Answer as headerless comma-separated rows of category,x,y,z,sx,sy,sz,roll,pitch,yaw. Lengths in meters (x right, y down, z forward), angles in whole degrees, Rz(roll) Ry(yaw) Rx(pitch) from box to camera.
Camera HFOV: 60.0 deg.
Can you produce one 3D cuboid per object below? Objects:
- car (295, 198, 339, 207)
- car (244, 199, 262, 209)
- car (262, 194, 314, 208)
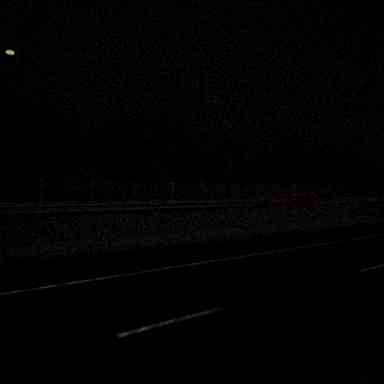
car,11.543,1.508,29.405,4.674,1.442,1.812,0,0,-35
car,7.686,1.474,35.250,4.902,1.511,2.128,0,0,-35
car,9.873,1.206,32.514,5.566,2.045,2.150,0,0,-35
